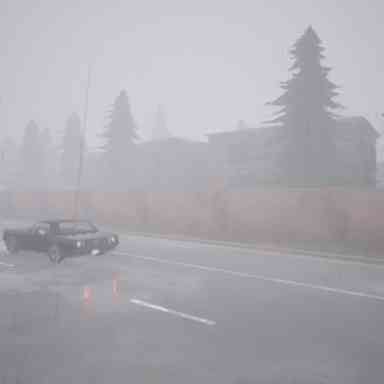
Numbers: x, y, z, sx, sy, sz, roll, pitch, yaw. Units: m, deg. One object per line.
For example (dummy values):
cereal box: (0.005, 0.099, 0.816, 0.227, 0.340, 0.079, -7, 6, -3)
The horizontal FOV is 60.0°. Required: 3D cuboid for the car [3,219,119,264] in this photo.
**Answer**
car: (-4.885, 1.627, 12.028, 4.718, 1.301, 1.895, 0, 0, 37)
